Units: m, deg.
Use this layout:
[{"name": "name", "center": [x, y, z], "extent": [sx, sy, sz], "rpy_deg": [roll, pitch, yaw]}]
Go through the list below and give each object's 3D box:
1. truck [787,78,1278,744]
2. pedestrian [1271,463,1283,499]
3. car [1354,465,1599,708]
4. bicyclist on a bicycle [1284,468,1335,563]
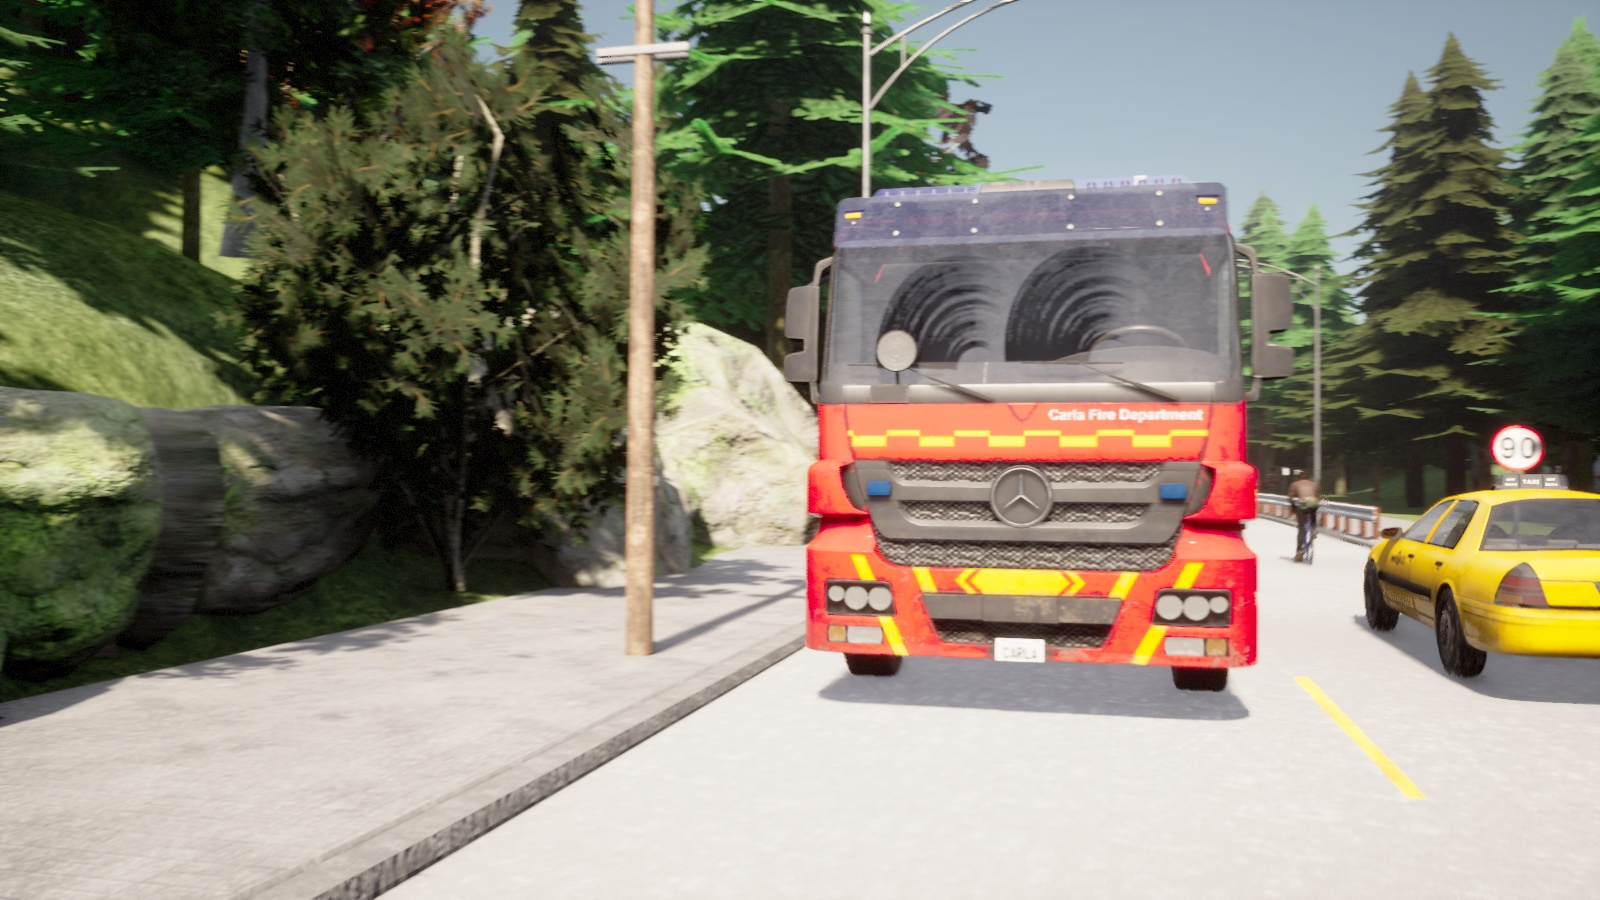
[{"name": "truck", "center": [2.317, -0.158, 11.674], "extent": [2.891, 3.827, 8.468], "rpy_deg": [0, -1, 14]}, {"name": "pedestrian", "center": [24.201, 1.564, 63.751], "extent": [0.431, 1.840, 0.703], "rpy_deg": [-1, -1, 32]}, {"name": "car", "center": [6.180, 0.923, 10.671], "extent": [1.801, 1.575, 5.366], "rpy_deg": [0, -1, 14]}, {"name": "bicyclist on a bicycle", "center": [8.952, 1.126, 22.113], "extent": [0.582, 1.620, 1.656], "rpy_deg": [0, -1, 14]}]
